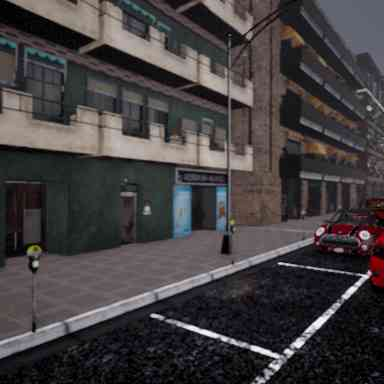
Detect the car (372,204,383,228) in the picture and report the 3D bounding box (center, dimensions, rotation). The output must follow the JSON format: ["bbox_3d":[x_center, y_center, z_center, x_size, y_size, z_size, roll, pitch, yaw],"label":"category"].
[{"bbox_3d":[13.070,1.525,21.490,1.802,1.307,4.206,1,0,38],"label":"car"}]

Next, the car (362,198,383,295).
[{"bbox_3d":[5.964,1.201,8.069,2.150,2.045,5.566,0,0,38],"label":"car"}]

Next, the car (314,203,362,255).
[{"bbox_3d":[6.114,1.404,12.620,1.967,1.590,4.097,1,0,38],"label":"car"}]
